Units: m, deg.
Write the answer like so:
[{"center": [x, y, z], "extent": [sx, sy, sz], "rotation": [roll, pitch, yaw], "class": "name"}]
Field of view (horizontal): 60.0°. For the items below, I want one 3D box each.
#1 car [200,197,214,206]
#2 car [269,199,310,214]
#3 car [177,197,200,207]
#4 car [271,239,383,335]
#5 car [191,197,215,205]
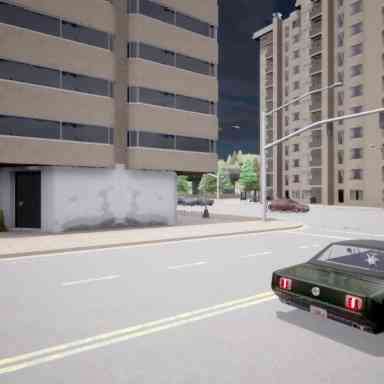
[{"center": [1.533, 1.564, 54.350], "extent": [1.994, 1.385, 4.181], "rotation": [0, 0, -36], "class": "car"}, {"center": [10.390, 1.526, 35.835], "extent": [1.812, 1.442, 4.674], "rotation": [0, 0, -36], "class": "car"}, {"center": [-1.402, 1.506, 52.190], "extent": [1.837, 1.490, 4.892], "rotation": [0, 0, -35], "class": "car"}, {"center": [3.814, 1.601, 6.494], "extent": [4.718, 1.301, 1.895], "rotation": [0, 0, -35], "class": "car"}, {"center": [1.882, 1.601, 59.900], "extent": [1.895, 1.301, 4.718], "rotation": [0, 0, -35], "class": "car"}]
